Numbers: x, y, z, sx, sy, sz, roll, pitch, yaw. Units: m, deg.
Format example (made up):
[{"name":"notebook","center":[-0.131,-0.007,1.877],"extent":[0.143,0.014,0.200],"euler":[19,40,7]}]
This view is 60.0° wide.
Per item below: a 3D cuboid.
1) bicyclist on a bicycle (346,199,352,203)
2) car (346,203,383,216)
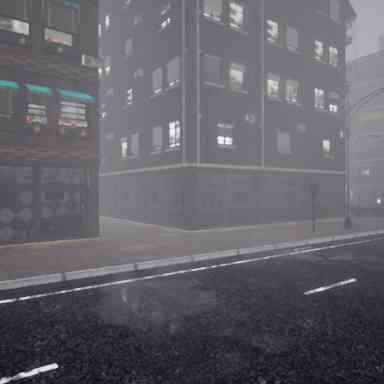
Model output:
[{"name":"bicyclist on a bicycle","center":[21.417,1.582,45.344],"extent":[1.656,1.620,0.582],"euler":[-1,0,-36]},{"name":"car","center":[17.742,1.838,35.603],"extent":[1.895,1.301,4.718],"euler":[0,-1,-39]}]
